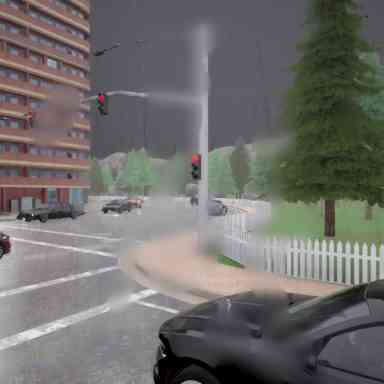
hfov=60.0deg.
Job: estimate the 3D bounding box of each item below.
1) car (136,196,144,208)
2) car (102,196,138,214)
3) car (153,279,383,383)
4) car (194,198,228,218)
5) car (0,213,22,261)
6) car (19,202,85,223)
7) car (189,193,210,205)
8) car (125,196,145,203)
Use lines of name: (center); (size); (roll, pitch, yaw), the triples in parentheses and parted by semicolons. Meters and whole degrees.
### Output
car: (-8.096, 1.296, 45.682); (2.097, 1.767, 4.553); (0, 0, -11)
car: (-7.797, 1.492, 35.386); (2.033, 1.411, 5.357); (0, 0, 7)
car: (1.899, 1.478, 2.635); (5.008, 1.535, 1.882); (0, 0, 36)
car: (1.975, 1.492, 29.234); (2.033, 1.411, 5.357); (0, 0, 13)
car: (-7.751, 1.511, 9.565); (1.812, 1.442, 4.674); (0, 0, 34)
car: (-10.616, 1.492, 25.567); (2.033, 1.411, 5.357); (0, 0, 24)
car: (1.247, 1.166, 52.877); (2.150, 2.045, 5.566); (0, 0, -16)
car: (-11.783, 1.470, 68.722); (4.674, 1.442, 1.812); (0, 0, 44)
